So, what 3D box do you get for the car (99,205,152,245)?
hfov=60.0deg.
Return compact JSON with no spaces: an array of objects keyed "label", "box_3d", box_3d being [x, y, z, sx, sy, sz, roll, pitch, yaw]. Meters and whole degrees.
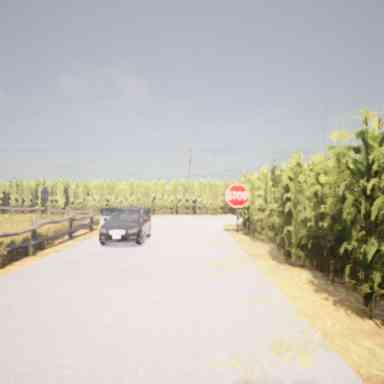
[{"label":"car","box_3d":[-3.097,1.603,16.162,2.128,1.511,4.902,0,0,0]}]
